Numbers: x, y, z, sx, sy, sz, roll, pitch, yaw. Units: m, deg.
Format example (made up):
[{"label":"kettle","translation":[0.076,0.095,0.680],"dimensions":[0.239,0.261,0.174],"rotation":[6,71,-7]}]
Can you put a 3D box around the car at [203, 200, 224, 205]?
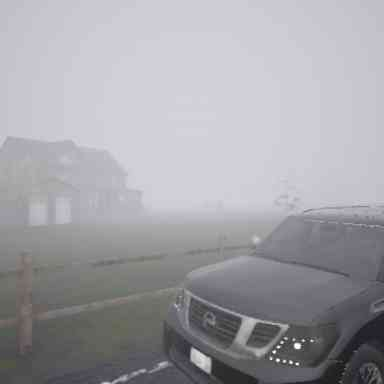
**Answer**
[{"label":"car","translation":[4.503,2.416,69.509],"dimensions":[4.902,1.511,2.128],"rotation":[-1,-1,44]}]

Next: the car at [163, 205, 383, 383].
[{"label":"car","translation":[2.316,1.266,4.787],"dimensions":[5.566,2.045,2.150],"rotation":[1,0,-36]}]
